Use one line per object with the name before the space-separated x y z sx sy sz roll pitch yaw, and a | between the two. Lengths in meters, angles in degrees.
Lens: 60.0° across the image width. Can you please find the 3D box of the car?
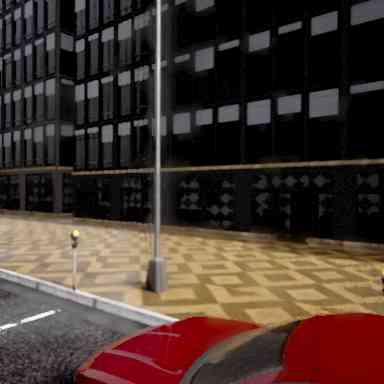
car | 1.070 1.544 2.110 4.507 1.381 1.887 0 0 36
